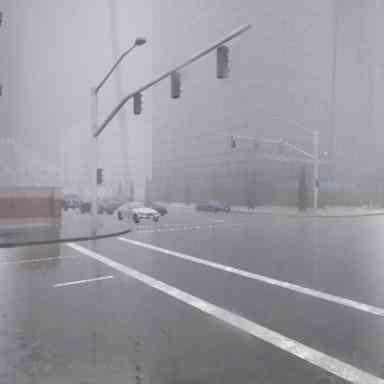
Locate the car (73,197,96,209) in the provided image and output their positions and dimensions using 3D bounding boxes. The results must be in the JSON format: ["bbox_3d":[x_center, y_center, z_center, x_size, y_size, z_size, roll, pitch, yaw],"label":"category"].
[{"bbox_3d":[-15.419,1.526,47.450,1.812,1.442,4.674,0,0,-35],"label":"car"}]

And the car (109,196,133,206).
[{"bbox_3d":[-11.665,1.491,54.543,2.128,1.511,4.902,0,0,-36],"label":"car"}]

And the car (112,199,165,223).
[{"bbox_3d":[-4.292,1.526,25.899,1.812,1.442,4.674,0,0,-36],"label":"car"}]

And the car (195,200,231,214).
[{"bbox_3d":[2.158,1.526,35.175,1.812,1.442,4.674,0,0,-35],"label":"car"}]

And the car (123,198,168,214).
[{"bbox_3d":[-4.404,1.547,32.061,2.033,1.411,5.357,0,0,-36],"label":"car"}]

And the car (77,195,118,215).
[{"bbox_3d":[-9.521,1.352,33.195,2.097,1.767,4.553,0,0,-36],"label":"car"}]

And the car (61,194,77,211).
[{"bbox_3d":[-15.121,1.221,41.007,2.150,2.045,5.566,0,0,-36],"label":"car"}]

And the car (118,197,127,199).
[{"bbox_3d":[-9.786,1.352,39.571,2.097,1.767,4.553,0,0,-36],"label":"car"}]
